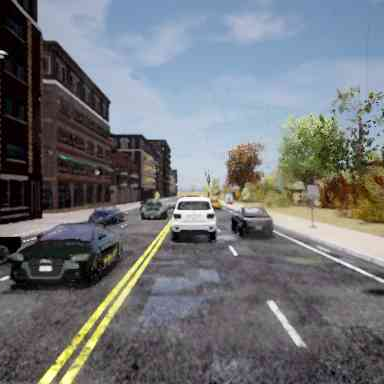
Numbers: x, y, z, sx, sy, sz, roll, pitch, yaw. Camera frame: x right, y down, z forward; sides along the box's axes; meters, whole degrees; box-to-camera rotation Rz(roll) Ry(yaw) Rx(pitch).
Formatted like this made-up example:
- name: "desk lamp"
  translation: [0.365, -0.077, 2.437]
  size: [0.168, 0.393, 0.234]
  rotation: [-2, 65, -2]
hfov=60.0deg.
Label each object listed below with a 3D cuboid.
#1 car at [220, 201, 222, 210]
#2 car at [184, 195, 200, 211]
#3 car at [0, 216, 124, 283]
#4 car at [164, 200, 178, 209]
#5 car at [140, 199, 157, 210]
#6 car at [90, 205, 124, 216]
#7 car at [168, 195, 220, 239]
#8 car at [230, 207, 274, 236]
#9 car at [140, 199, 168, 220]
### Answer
- name: "car"
  translation: [3.244, 1.738, 47.937]
  size: [1.882, 1.535, 5.008]
  rotation: [0, 0, 0]
- name: "car"
  translation: [-0.009, 1.500, 47.701]
  size: [2.150, 2.045, 5.566]
  rotation: [0, 0, 0]
- name: "car"
  translation: [-3.347, 1.606, 9.609]
  size: [1.994, 1.385, 4.181]
  rotation: [0, -1, 0]
- name: "car"
  translation: [-3.257, 1.925, 52.215]
  size: [1.895, 1.301, 4.718]
  rotation: [0, 0, 0]
- name: "car"
  translation: [-6.525, 1.840, 50.498]
  size: [1.837, 1.490, 4.892]
  rotation: [0, -1, 0]
- name: "car"
  translation: [-6.605, 1.756, 26.045]
  size: [1.994, 1.385, 4.181]
  rotation: [0, 0, 0]
- name: "car"
  translation: [0.093, 1.332, 18.330]
  size: [2.150, 2.045, 5.566]
  rotation: [0, 0, 0]
- name: "car"
  translation: [3.344, 1.587, 19.102]
  size: [2.128, 1.511, 4.902]
  rotation: [0, 0, 0]
- name: "car"
  translation: [-3.354, 1.549, 30.179]
  size: [2.097, 1.767, 4.553]
  rotation: [0, 0, 0]
